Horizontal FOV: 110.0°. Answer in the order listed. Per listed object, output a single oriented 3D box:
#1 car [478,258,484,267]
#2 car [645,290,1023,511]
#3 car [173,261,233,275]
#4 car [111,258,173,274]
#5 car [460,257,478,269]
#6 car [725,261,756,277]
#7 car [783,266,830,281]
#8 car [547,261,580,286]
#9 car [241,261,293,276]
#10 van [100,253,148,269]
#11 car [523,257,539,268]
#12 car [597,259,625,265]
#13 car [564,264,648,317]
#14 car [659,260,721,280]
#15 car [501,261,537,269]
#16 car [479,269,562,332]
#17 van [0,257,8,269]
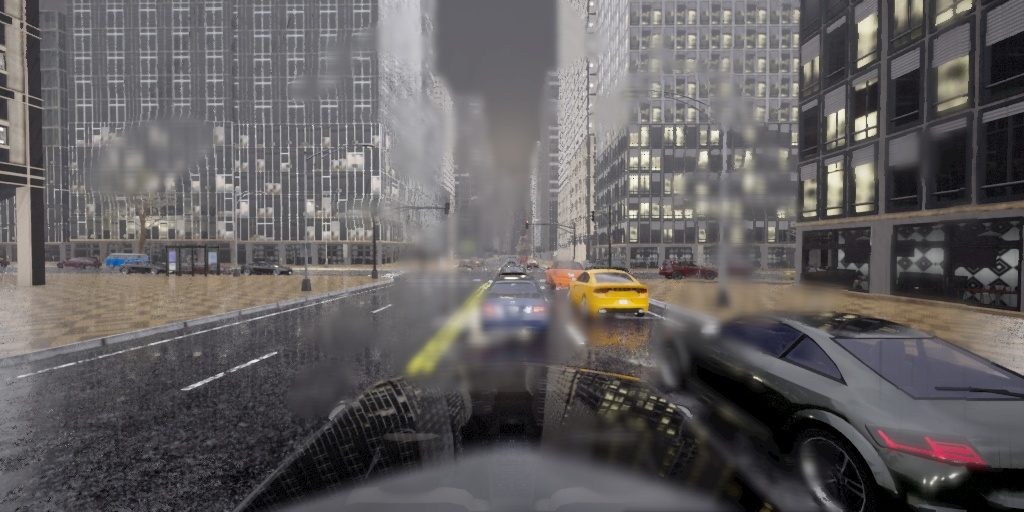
[{"bbox_3d":[-6.675,1.051,64.304,2.097,1.767,4.553,0,0,0],"label":"car"},{"bbox_3d":[3.340,1.313,4.099,1.994,1.385,4.181,0,0,0],"label":"car"},{"bbox_3d":[-28.473,1.136,33.469,4.207,1.307,1.802,0,0,1],"label":"car"},{"bbox_3d":[-34.154,1.067,33.632,4.313,1.339,1.948,0,0,1],"label":"car"},{"bbox_3d":[-6.687,1.275,54.303,1.994,1.385,4.181,0,0,0],"label":"car"},{"bbox_3d":[23.494,1.274,38.551,4.553,1.767,2.097,0,1,1],"label":"car"},{"bbox_3d":[27.586,1.577,32.714,4.829,1.417,1.751,0,0,1],"label":"car"},{"bbox_3d":[3.313,1.091,22.189,2.097,1.767,4.553,0,0,0],"label":"car"},{"bbox_3d":[-22.789,1.172,33.346,4.313,1.339,1.948,0,0,1],"label":"car"},{"bbox_3d":[-45.361,0.602,42.272,3.998,1.789,1.690,0,0,1],"label":"van"},{"bbox_3d":[3.191,1.309,57.354,1.895,1.301,4.718,0,0,1],"label":"car"},{"bbox_3d":[10.026,1.157,38.756,4.553,1.767,2.097,1,1,1],"label":"car"},{"bbox_3d":[3.329,1.222,13.184,1.882,1.535,5.008,0,0,0],"label":"car"},{"bbox_3d":[16.137,1.267,32.890,5.009,1.841,2.192,0,0,1],"label":"car"},{"bbox_3d":[0.066,1.231,20.530,2.128,1.511,4.902,0,0,0],"label":"car"},{"bbox_3d":[0.084,1.293,10.778,2.033,1.411,5.357,0,0,1],"label":"car"},{"bbox_3d":[-51.199,0.685,33.999,3.998,1.789,1.690,0,0,1],"label":"van"}]
